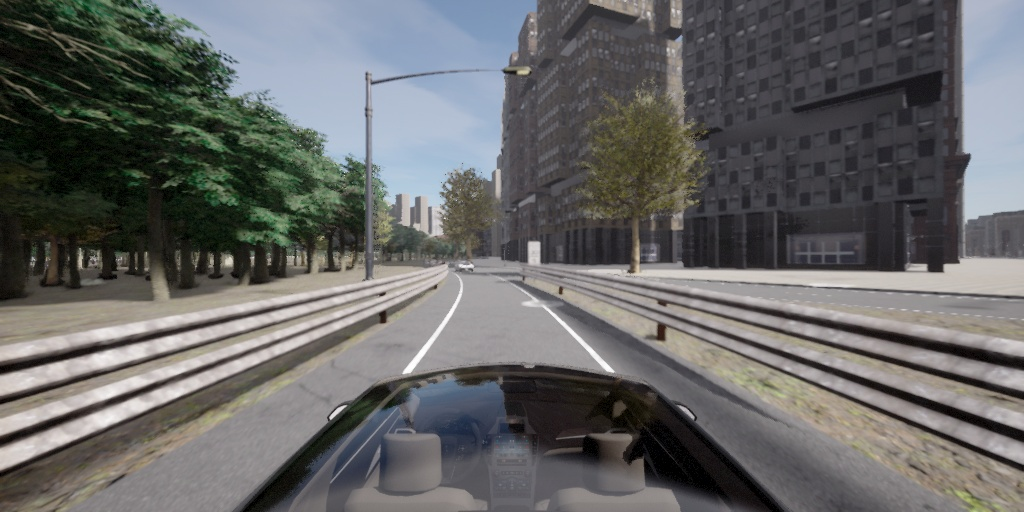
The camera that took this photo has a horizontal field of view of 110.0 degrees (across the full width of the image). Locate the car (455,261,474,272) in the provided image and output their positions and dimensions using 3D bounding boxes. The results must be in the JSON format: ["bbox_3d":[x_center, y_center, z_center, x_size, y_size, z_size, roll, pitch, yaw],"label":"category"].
[{"bbox_3d":[-6.130,1.338,45.863,1.895,1.301,4.718,0,0,-16],"label":"car"}]
